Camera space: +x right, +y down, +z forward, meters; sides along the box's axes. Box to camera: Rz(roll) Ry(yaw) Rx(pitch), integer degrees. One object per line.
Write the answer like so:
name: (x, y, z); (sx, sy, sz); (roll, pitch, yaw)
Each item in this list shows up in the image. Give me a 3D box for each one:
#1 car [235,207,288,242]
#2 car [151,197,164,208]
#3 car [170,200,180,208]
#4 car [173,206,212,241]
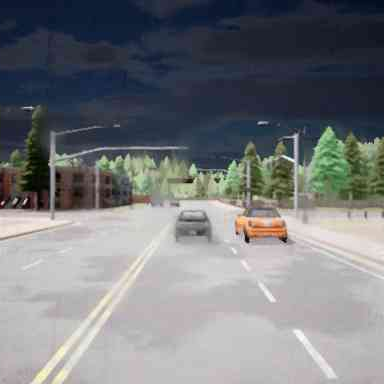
car: (3.563, 1.583, 17.862); (2.097, 1.767, 4.553); (0, -1, 0)
car: (-6.997, 2.090, 67.620); (2.150, 2.045, 5.566); (0, 0, 0)
car: (-3.498, 2.347, 67.642); (1.882, 1.535, 5.008); (0, 0, 0)
car: (0.065, 1.724, 17.979); (2.128, 1.511, 4.902); (0, -1, 0)
